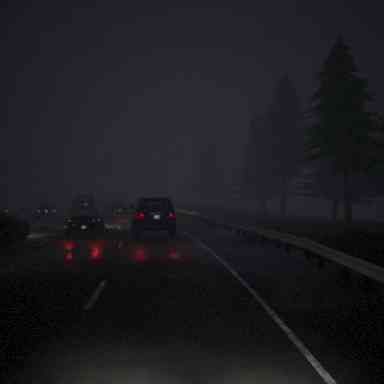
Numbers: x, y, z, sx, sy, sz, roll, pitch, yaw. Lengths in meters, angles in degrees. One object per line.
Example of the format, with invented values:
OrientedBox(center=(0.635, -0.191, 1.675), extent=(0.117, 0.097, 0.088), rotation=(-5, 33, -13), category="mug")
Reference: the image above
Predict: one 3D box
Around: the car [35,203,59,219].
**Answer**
OrientedBox(center=(-13.272, 1.676, 30.418), extent=(2.033, 1.411, 5.357), rotation=(0, 0, -23), category="car")

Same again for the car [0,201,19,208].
OrientedBox(center=(-19.484, 1.689, 35.327), extent=(1.812, 1.442, 4.674), rotation=(0, 0, -27), category="car")

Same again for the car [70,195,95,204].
OrientedBox(center=(-11.478, 1.357, 34.965), extent=(2.150, 2.045, 5.566), rotation=(0, 0, -24), category="car")

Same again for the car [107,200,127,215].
OrientedBox(center=(-8.404, 1.634, 36.510), extent=(1.837, 1.490, 4.892), rotation=(0, 0, -24), category="car")

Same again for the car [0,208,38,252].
OrientedBox(center=(-8.447, 1.615, 14.066), extent=(2.033, 1.411, 5.357), rotation=(0, 0, -11), category="car")

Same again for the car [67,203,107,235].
OrientedBox(center=(-6.039, 1.599, 19.163), extent=(1.812, 1.442, 4.674), rotation=(0, 0, -13), category="car")

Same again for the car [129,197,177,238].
OrientedBox(center=(-2.227, 1.280, 18.364), extent=(2.150, 2.045, 5.566), rotation=(0, 0, -12), category="car")
